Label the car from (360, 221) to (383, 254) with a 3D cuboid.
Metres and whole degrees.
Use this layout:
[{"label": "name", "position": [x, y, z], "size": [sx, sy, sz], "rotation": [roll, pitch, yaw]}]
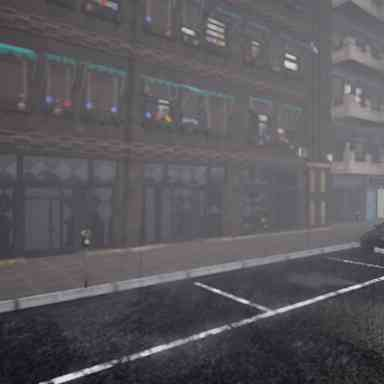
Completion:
[{"label": "car", "position": [7.974, 1.557, 12.247], "size": [4.313, 1.339, 1.947], "rotation": [0, 0, -35]}]
